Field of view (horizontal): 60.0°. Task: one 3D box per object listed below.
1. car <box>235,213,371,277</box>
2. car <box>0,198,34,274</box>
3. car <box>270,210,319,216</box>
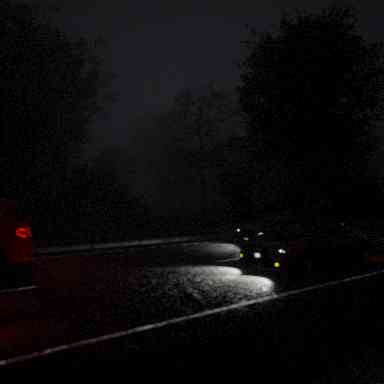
[{"bbox_3d":[3.529,1.555,10.232,4.181,1.385,1.994,0,0,-31],"label":"car"},{"bbox_3d":[-6.713,1.135,7.657,5.566,2.045,2.150,2,-1,-35],"label":"car"},{"bbox_3d":[4.536,1.514,14.880,5.357,1.411,2.033,0,0,-30],"label":"car"}]
